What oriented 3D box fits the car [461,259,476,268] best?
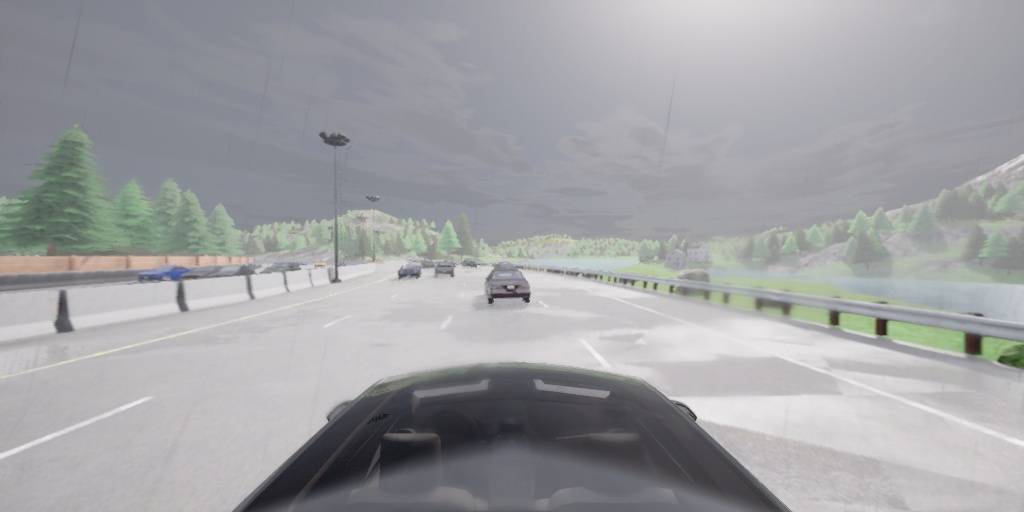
[{"bbox_3d":[-7.859,1.338,64.508,1.837,1.490,4.892,0,0,-21],"label":"car"}]

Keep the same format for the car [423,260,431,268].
[{"bbox_3d":[-15.025,1.408,63.645,2.128,1.511,4.902,0,0,-22],"label":"car"}]

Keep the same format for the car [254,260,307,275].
[{"bbox_3d":[-20.654,1.337,32.239,2.097,1.767,4.553,-1,0,-11],"label":"car"}]

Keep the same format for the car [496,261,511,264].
[{"bbox_3d":[-0.899,1.320,41.739,1.994,1.385,4.181,-1,0,-13],"label":"car"}]

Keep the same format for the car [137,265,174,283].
[{"bbox_3d":[-31.461,1.588,32.758,1.882,1.535,5.008,-1,0,-12],"label":"car"}]

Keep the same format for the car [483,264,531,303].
[{"bbox_3d":[-0.323,1.300,16.817,2.033,1.411,5.357,-1,0,-6],"label":"car"}]

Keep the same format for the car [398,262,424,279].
[{"bbox_3d":[-9.659,1.459,34.027,1.895,1.301,4.718,-1,0,-12],"label":"car"}]

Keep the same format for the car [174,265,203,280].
[{"bbox_3d":[-27.934,1.617,33.186,2.033,1.411,5.357,-1,0,-11],"label":"car"}]

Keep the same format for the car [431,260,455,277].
[{"bbox_3d":[-6.976,1.318,36.794,2.128,1.511,4.902,0,0,-13],"label":"car"}]

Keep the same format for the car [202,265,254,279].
[{"bbox_3d":[-23.955,1.550,30.953,1.812,1.442,4.674,-1,0,-11],"label":"car"}]
